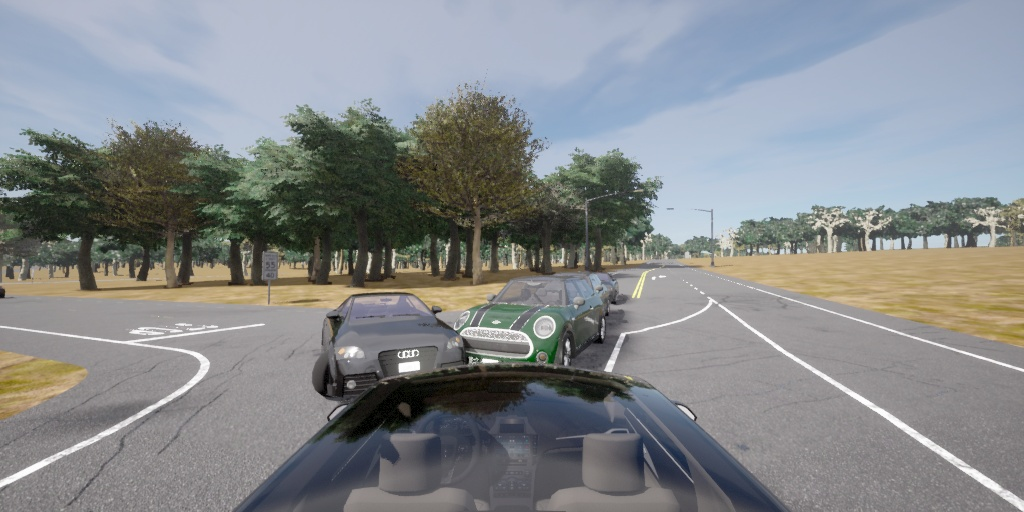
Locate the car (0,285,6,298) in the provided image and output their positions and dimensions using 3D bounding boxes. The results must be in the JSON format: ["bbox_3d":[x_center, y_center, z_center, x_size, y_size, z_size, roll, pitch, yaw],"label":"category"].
[{"bbox_3d":[-40.859,2.560,27.362,4.181,1.385,1.994,-2,-3,22],"label":"car"}]

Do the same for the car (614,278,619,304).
[{"bbox_3d":[4.219,1.509,17.844,1.994,1.385,4.181,-1,0,19],"label":"car"}]

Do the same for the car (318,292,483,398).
[{"bbox_3d":[-2.353,1.376,6.599,1.994,1.385,4.181,1,-2,-29],"label":"car"}]

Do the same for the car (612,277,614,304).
[{"bbox_3d":[2.025,1.344,12.117,2.097,1.767,4.553,-1,-1,21],"label":"car"}]

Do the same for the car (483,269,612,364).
[{"bbox_3d":[0.619,1.218,7.804,2.097,1.767,4.553,-1,-2,26],"label":"car"}]
